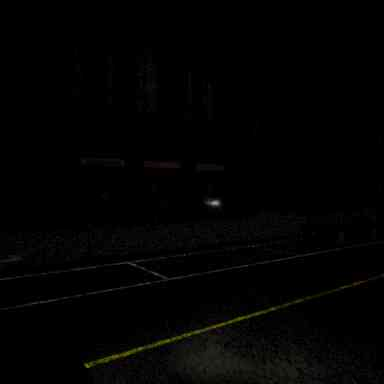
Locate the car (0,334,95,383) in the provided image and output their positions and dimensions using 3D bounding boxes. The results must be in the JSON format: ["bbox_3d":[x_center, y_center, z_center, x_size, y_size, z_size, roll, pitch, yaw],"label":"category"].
[{"bbox_3d":[-2.872,1.477,1.277,5.008,1.535,1.882,0,0,-35],"label":"car"}]

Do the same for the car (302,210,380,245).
[{"bbox_3d":[6.996,1.547,15.505,4.507,1.381,1.887,0,0,-35],"label":"car"}]
